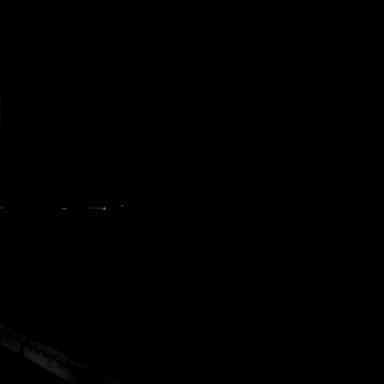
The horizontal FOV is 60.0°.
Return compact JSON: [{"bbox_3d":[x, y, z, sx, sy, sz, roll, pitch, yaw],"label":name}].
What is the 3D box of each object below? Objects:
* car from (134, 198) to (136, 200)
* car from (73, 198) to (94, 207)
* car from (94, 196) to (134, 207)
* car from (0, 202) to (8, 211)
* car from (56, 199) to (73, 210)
[{"bbox_3d":[-9.805,1.411,56.067,1.994,1.385,4.181,0,1,39],"label":"car"},{"bbox_3d":[-16.352,1.503,47.942,2.033,1.411,5.357,0,0,39],"label":"car"},{"bbox_3d":[-11.300,1.431,48.631,1.837,1.490,4.892,0,1,39],"label":"car"},{"bbox_3d":[-22.204,1.555,40.674,1.994,1.385,4.181,0,0,38],"label":"car"},{"bbox_3d":[-17.839,1.535,40.508,2.033,1.411,5.357,0,0,39],"label":"car"}]
